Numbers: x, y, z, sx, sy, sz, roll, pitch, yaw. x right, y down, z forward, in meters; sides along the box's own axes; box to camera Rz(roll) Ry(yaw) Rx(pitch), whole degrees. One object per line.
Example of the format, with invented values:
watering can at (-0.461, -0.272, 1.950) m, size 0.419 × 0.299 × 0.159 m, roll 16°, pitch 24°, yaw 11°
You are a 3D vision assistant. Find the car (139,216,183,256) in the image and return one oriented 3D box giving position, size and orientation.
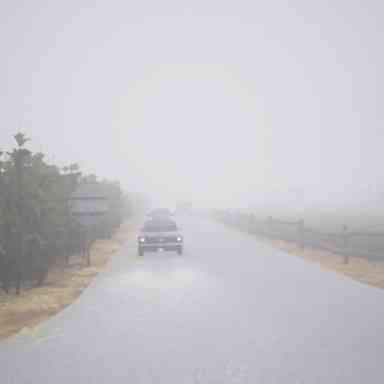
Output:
car at (-1.429, 2.016, 15.285) m, size 1.895 × 1.301 × 4.718 m, roll -1°, pitch -1°, yaw -6°

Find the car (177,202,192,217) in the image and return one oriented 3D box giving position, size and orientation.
car at (-1.195, 2.412, 46.639) m, size 2.150 × 2.045 × 5.566 m, roll -1°, pitch -1°, yaw -5°

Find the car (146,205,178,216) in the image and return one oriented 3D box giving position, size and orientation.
car at (-2.504, 2.063, 26.466) m, size 2.097 × 1.767 × 4.553 m, roll -1°, pitch -1°, yaw -5°
